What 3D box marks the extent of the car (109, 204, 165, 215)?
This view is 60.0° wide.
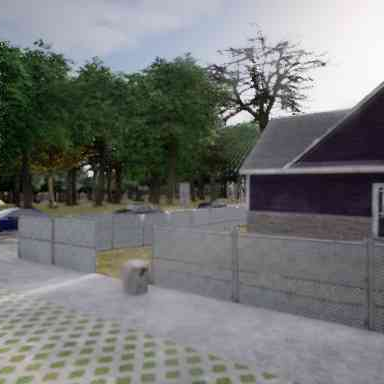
[{"bbox_3d":[-4.620,1.716,28.549,2.033,1.411,5.357,1,1,36],"label":"car"}]

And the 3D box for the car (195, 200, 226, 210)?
[{"bbox_3d":[2.178,1.592,37.984,1.994,1.385,4.181,1,2,36],"label":"car"}]

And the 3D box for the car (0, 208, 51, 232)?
[{"bbox_3d":[-10.742,1.723,20.014,1.812,1.442,4.674,1,1,36],"label":"car"}]
